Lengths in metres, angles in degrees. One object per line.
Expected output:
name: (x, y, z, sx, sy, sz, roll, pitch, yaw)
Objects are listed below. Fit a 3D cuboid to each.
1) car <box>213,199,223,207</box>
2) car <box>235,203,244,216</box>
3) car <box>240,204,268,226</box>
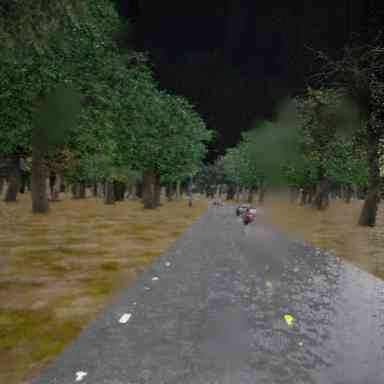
car: (5.429, 2.278, 70.894, 1.837, 1.490, 4.892, 3, -1, 3)
car: (6.309, 2.137, 40.350, 2.128, 1.511, 4.902, 3, 0, 5)
car: (5.328, 2.044, 28.240, 1.812, 1.442, 4.674, 3, 0, 5)
